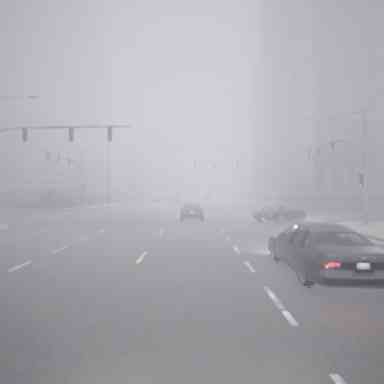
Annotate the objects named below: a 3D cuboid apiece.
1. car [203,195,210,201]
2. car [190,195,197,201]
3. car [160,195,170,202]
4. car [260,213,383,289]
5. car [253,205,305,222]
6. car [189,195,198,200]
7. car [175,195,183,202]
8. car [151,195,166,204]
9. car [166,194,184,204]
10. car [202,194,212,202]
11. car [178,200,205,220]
[{"bbox_3d":[3.985,1.601,92.512,1.837,1.490,4.892,0,0,1],"label":"car"},{"bbox_3d":[0.485,1.641,92.568,2.033,1.411,5.357,0,0,1],"label":"car"},{"bbox_3d":[-6.675,1.603,82.588,1.882,1.535,5.008,0,0,1],"label":"car"},{"bbox_3d":[3.543,1.567,9.338,2.033,1.411,5.357,0,0,1],"label":"car"},{"bbox_3d":[6.782,1.652,25.397,4.718,1.301,1.895,0,0,-43],"label":"car"},{"bbox_3d":[0.321,1.686,82.338,2.128,1.511,4.902,0,0,1],"label":"car"},{"bbox_3d":[-3.176,1.625,82.533,1.837,1.490,4.892,0,0,1],"label":"car"},{"bbox_3d":[-6.928,1.691,67.016,1.994,1.385,4.181,0,0,1],"label":"car"},{"bbox_3d":[-3.428,1.355,66.930,2.150,2.045,5.566,0,0,1],"label":"car"},{"bbox_3d":[3.815,1.384,81.900,2.150,2.045,5.566,0,0,1],"label":"car"},{"bbox_3d":[-0.010,1.621,28.563,1.994,1.385,4.181,0,0,0],"label":"car"}]
